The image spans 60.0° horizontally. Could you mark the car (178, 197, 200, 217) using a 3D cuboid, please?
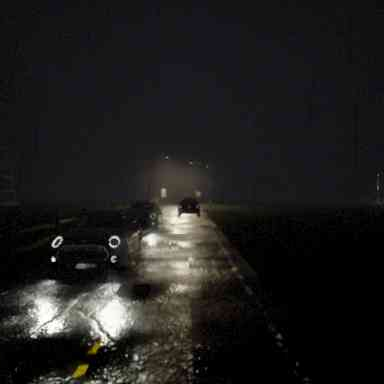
[{"bbox_3d":[-0.281,1.407,32.553,2.097,1.767,4.553,0,0,0],"label":"car"}]

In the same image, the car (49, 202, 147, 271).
[{"bbox_3d":[-2.952,1.380,11.069,2.097,1.767,4.553,0,0,-1],"label":"car"}]

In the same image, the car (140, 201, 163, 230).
[{"bbox_3d":[-3.048,1.398,21.141,2.097,1.767,4.553,0,0,0],"label":"car"}]

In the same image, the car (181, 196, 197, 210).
[{"bbox_3d":[-0.426,1.425,46.038,2.097,1.767,4.553,0,0,0],"label":"car"}]
